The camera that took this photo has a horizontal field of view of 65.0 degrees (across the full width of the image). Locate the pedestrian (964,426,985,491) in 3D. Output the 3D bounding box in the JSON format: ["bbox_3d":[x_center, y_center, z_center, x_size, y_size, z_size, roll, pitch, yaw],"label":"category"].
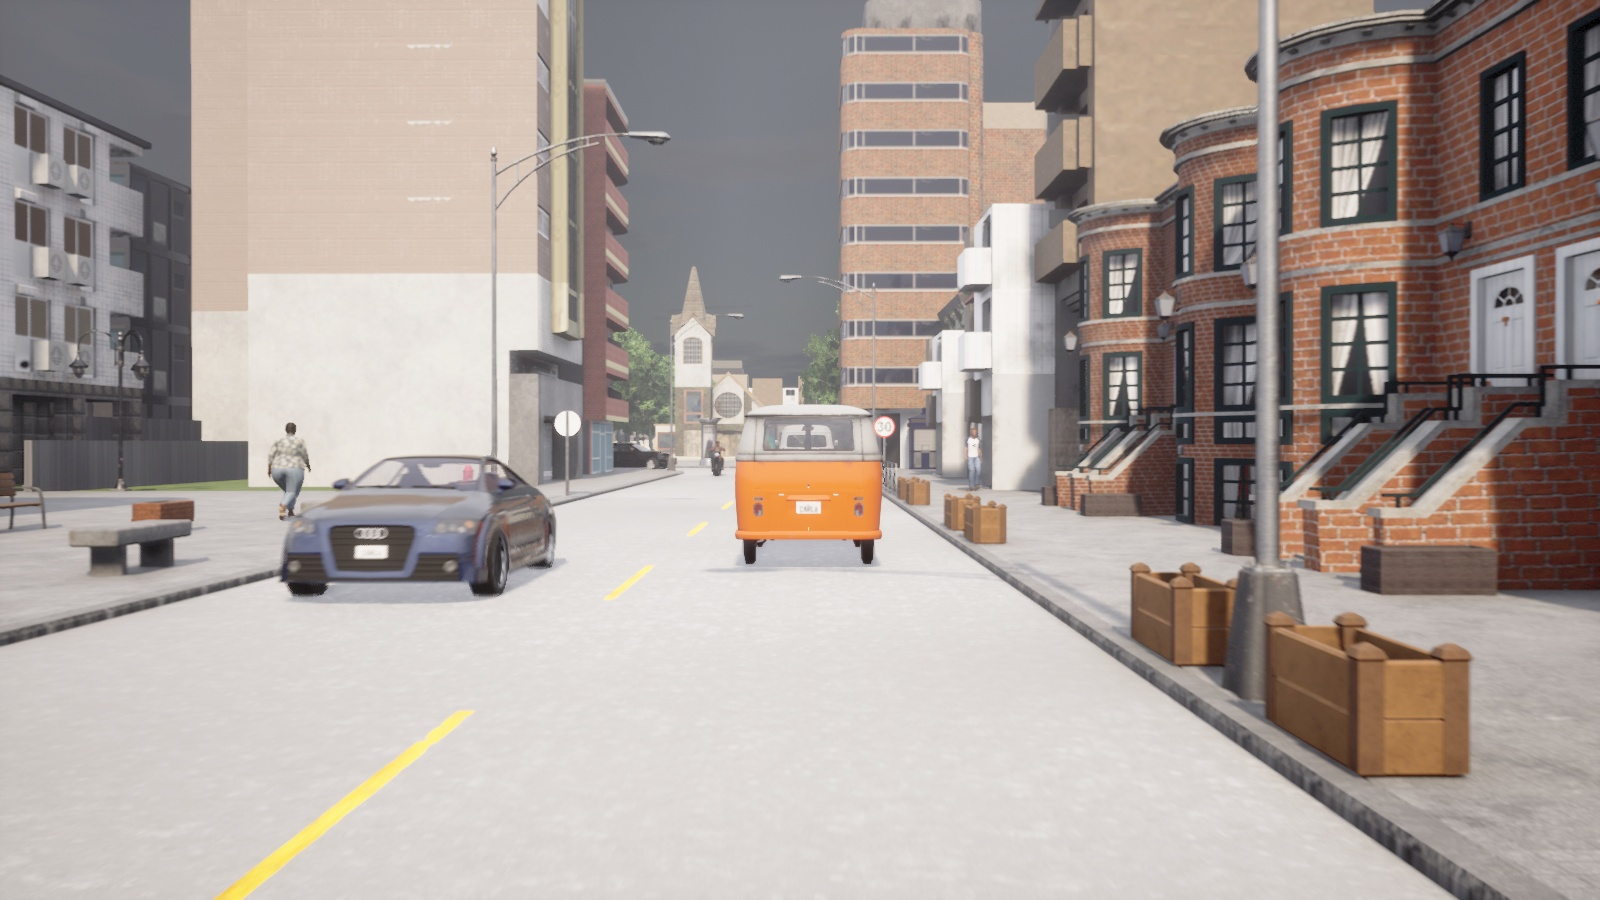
[{"bbox_3d":[4.995,0.238,35.897,0.354,1.836,0.706,0,0,-13],"label":"pedestrian"}]

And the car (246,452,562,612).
[{"bbox_3d":[-3.909,0.733,13.224,1.994,1.385,4.181,0,0,0],"label":"car"}]

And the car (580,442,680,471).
[{"bbox_3d":[-9.234,0.333,68.287,5.008,1.535,1.882,0,0,13],"label":"car"}]

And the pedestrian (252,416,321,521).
[{"bbox_3d":[-9.262,0.321,22.679,0.874,1.855,0.900,0,0,-1],"label":"pedestrian"}]

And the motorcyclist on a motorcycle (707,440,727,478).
[{"bbox_3d":[-3.725,0.376,56.477,0.766,1.649,2.350,0,1,-1],"label":"motorcyclist on a motorcycle"}]

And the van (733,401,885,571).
[{"bbox_3d":[0.110,0.404,16.891,1.775,1.987,4.442,0,0,0],"label":"van"}]
